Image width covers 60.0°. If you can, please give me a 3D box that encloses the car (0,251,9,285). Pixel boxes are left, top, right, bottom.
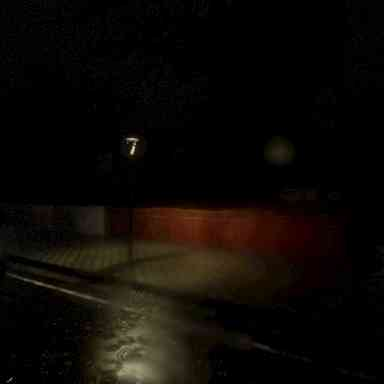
[{"bbox_3d":[-6.413,1.592,8.253,4.181,1.385,1.994,0,0,35],"label":"car"}]
